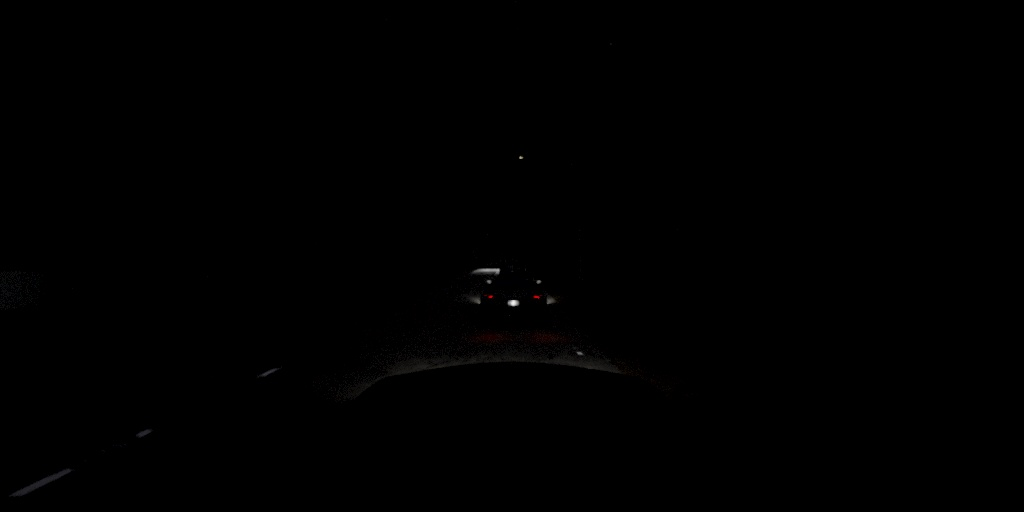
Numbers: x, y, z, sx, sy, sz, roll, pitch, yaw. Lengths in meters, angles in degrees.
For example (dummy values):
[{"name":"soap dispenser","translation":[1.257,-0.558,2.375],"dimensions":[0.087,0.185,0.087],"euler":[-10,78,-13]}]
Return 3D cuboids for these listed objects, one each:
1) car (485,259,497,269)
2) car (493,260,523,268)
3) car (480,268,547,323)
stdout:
[{"name":"car","translation":[-2.805,1.110,51.626],"dimensions":[1.895,1.301,4.718],"euler":[0,0,0]},{"name":"car","translation":[0.043,1.191,25.104],"dimensions":[2.033,1.411,5.357],"euler":[0,0,1]},{"name":"car","translation":[0.059,1.266,11.931],"dimensions":[1.994,1.385,4.181],"euler":[0,0,1]}]
